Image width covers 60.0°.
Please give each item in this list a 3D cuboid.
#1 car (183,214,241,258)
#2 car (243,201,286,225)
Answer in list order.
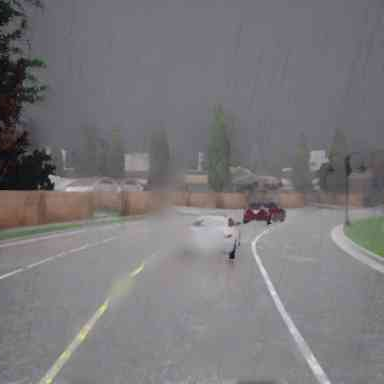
[{"bbox_3d":[0.888,1.600,13.030,1.812,1.442,4.674,0,0,11],"label":"car"},{"bbox_3d":[5.667,1.490,25.592,2.097,1.767,4.553,0,0,32],"label":"car"}]
